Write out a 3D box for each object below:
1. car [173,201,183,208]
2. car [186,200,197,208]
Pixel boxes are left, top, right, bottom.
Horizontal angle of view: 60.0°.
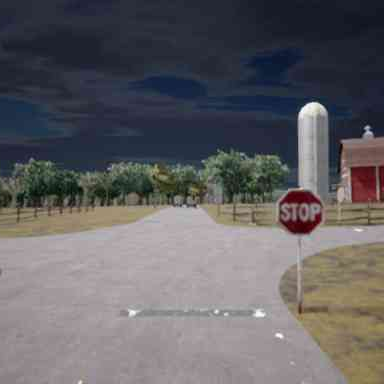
[{"bbox_3d":[-2.838,2.449,67.020,2.033,1.411,5.357,0,-1,0],"label":"car"},{"bbox_3d":[-0.082,2.310,62.416,1.837,1.490,4.892,0,-1,0],"label":"car"}]
